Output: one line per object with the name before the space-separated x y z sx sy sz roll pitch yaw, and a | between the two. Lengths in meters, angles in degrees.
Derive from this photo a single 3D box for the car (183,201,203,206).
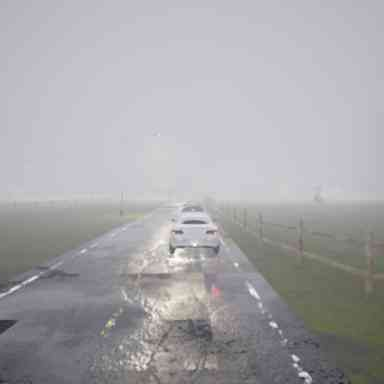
car | 0.099 1.550 31.570 1.994 1.385 4.181 0 0 0

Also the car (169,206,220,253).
car | 0.085 1.521 13.583 1.812 1.442 4.674 0 0 0
